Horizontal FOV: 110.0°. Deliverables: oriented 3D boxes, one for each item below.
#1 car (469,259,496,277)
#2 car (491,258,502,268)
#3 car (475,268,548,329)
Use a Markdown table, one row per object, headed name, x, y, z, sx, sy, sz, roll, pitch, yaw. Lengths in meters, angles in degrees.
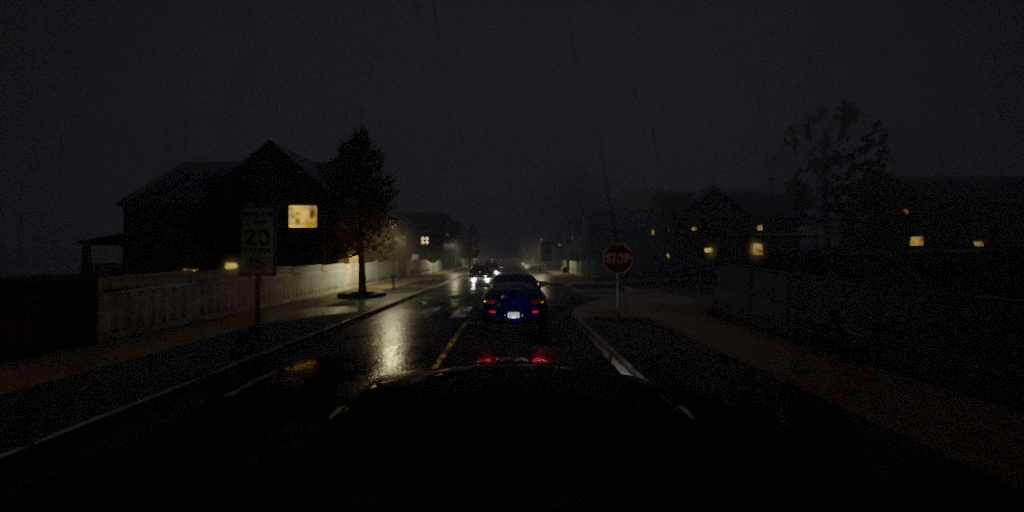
| name | x | y | z | sx | sy | sz | roll | pitch | yaw |
| --- | --- | --- | --- | --- | --- | --- | --- | --- | --- |
| car | -2.850 | 1.246 | 33.766 | 1.994 | 1.385 | 4.181 | 0 | 0 | 0 |
| car | -2.844 | 1.247 | 49.894 | 1.895 | 1.301 | 4.718 | 0 | 0 | 0 |
| car | 0.063 | 1.256 | 10.985 | 1.812 | 1.442 | 4.674 | 0 | 0 | 0 |
